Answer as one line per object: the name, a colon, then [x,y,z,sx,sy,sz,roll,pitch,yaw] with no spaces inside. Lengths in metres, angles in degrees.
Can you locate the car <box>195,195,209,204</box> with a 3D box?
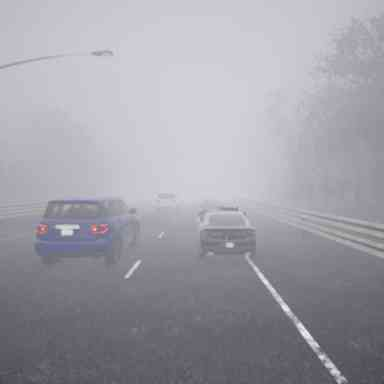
car: [1.487,1.312,46.917,1.812,1.442,4.674,0,0,4]

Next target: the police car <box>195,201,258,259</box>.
police car: [1.173,1.362,12.500,1.930,1.638,5.238,0,0,1]

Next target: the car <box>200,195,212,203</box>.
car: [2.723,1.272,63.922,2.033,1.411,5.357,0,0,5]

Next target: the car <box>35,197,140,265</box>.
car: [-3.279,1.162,11.534,2.150,2.045,5.566,0,0,1]

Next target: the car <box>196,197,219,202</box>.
car: [1.410,1.369,22.262,1.882,1.535,5.008,0,0,2]

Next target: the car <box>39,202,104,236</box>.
car: [-6.616,1.408,18.954,1.837,1.490,4.892,0,0,1]

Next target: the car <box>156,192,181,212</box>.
car: [-2.501,1.052,35.674,2.150,2.045,5.566,0,0,3]
